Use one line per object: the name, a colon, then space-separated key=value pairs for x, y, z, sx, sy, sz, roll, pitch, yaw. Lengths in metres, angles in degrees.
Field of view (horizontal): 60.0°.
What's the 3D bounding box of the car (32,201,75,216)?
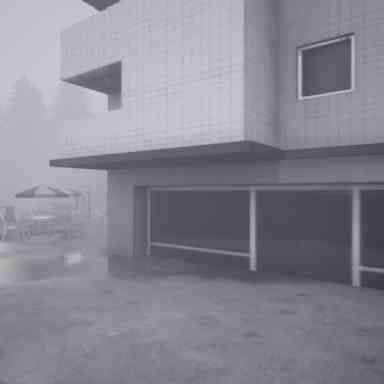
car: x=-12.518 y=1.545 z=32.193 sx=2.033 sy=1.411 sz=5.357 roll=0 pitch=0 yaw=36
